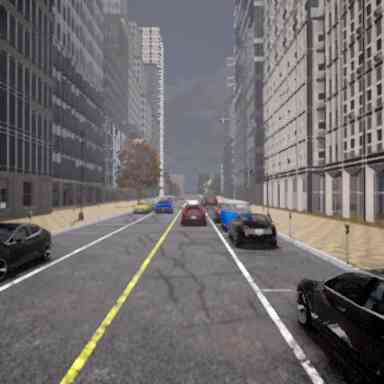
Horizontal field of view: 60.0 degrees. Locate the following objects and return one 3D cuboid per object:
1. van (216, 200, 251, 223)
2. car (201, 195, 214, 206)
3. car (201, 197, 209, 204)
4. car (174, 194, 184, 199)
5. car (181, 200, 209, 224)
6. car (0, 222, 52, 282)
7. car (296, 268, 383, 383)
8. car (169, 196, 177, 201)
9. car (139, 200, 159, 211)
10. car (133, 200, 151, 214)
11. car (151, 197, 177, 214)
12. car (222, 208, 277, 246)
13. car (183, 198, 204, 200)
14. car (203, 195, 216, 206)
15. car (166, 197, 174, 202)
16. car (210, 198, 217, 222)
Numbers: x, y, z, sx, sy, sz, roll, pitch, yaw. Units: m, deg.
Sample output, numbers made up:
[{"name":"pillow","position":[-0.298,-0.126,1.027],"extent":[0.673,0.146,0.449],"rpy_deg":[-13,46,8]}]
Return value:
[{"name":"van","position":[2.725,1.431,21.209],"extent":[1.690,1.788,3.998],"rpy_deg":[0,0,0]},{"name":"car","position":[2.784,1.545,61.053],"extent":[2.192,1.841,5.009],"rpy_deg":[0,0,0]},{"name":"car","position":[2.799,1.790,72.605],"extent":[1.752,1.417,4.829],"rpy_deg":[0,0,0]},{"name":"car","position":[-2.886,1.403,78.342],"extent":[2.150,2.045,5.566],"rpy_deg":[0,0,0]},{"name":"car","position":[0.136,1.633,25.702],"extent":[1.812,1.442,4.674],"rpy_deg":[0,0,0]},{"name":"car","position":[-5.673,1.609,9.843],"extent":[1.947,1.339,4.313],"rpy_deg":[0,0,0]},{"name":"car","position":[2.699,1.585,4.129],"extent":[1.947,1.339,4.313],"rpy_deg":[0,0,0]},{"name":"car","position":[-5.549,1.877,95.229],"extent":[2.008,1.369,4.403],"rpy_deg":[0,0,0]},{"name":"car","position":[-5.623,1.724,43.999],"extent":[2.008,1.369,4.403],"rpy_deg":[0,0,0]},{"name":"car","position":[-5.632,1.678,38.135],"extent":[1.752,1.417,4.829],"rpy_deg":[0,0,0]},{"name":"car","position":[-3.040,1.627,37.214],"extent":[1.882,1.535,5.008],"rpy_deg":[0,0,0]},{"name":"car","position":[2.716,1.633,15.514],"extent":[1.947,1.339,4.313],"rpy_deg":[0,0,0]},{"name":"car","position":[0.162,1.767,42.084],"extent":[1.895,1.301,4.718],"rpy_deg":[0,0,0]},{"name":"car","position":[2.767,1.507,49.668],"extent":[2.192,1.841,5.009],"rpy_deg":[0,0,0]},{"name":"car","position":[-5.565,1.878,83.843],"extent":[1.802,1.307,4.206],"rpy_deg":[0,0,0]},{"name":"car","position":[2.733,1.552,26.899],"extent":[1.967,1.590,4.097],"rpy_deg":[0,0,0]}]
